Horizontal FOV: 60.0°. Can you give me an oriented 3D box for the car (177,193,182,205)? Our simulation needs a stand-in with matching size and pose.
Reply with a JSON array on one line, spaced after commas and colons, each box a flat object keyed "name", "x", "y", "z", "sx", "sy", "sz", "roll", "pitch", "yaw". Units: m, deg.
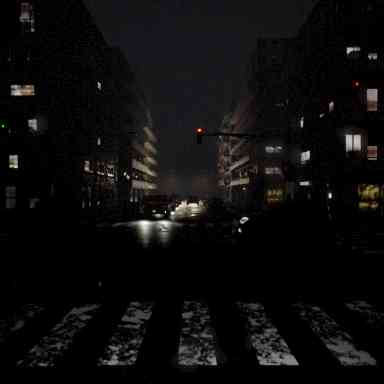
[{"name": "car", "x": -3.040, "y": 1.366, "z": 49.974, "sx": 2.097, "sy": 1.767, "sz": 4.553, "roll": 0, "pitch": 0, "yaw": 0}]

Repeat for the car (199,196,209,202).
[{"name": "car", "x": 2.765, "y": 1.584, "z": 77.644, "sx": 2.008, "sy": 1.369, "sz": 4.403, "roll": 0, "pitch": 0, "yaw": 0}]

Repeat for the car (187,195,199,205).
[{"name": "car", "x": 0.160, "y": 1.372, "z": 59.589, "sx": 2.097, "sy": 1.767, "sz": 4.553, "roll": 0, "pitch": 0, "yaw": 0}]

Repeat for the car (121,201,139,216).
[{"name": "car", "x": -5.659, "y": 1.572, "z": 32.190, "sx": 1.947, "sy": 1.339, "sz": 4.313, "roll": 0, "pitch": 0, "yaw": 0}]

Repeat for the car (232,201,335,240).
[{"name": "car", "x": 4.211, "y": 1.243, "z": 15.835, "sx": 4.553, "sy": 1.767, "sz": 2.097, "roll": -1, "pitch": 0, "yaw": 0}]

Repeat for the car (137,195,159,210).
[{"name": "car", "x": -5.648, "y": 1.326, "z": 43.556, "sx": 2.192, "sy": 1.841, "sz": 5.009, "roll": 0, "pitch": 0, "yaw": 0}]

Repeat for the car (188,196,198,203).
[{"name": "car", "x": 0.118, "y": 1.571, "z": 70.657, "sx": 2.033, "sy": 1.411, "sz": 5.357, "roll": 0, "pitch": 0, "yaw": 0}]

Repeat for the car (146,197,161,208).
[{"name": "car", "x": -5.643, "y": 1.539, "z": 49.068, "sx": 1.752, "sy": 1.417, "sz": 4.829, "roll": 0, "pitch": 0, "yaw": 0}]

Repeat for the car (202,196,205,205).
[{"name": "car", "x": 2.732, "y": 1.451, "z": 43.549, "sx": 1.967, "sy": 1.590, "sz": 4.097, "roll": 0, "pitch": 0, "yaw": 0}]

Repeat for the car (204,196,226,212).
[{"name": "car", "x": 2.727, "y": 1.448, "z": 37.867, "sx": 1.967, "sy": 1.590, "sz": 4.097, "roll": 0, "pitch": 0, "yaw": 0}]

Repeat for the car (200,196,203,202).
[{"name": "car", "x": 2.744, "y": 1.598, "z": 54.914, "sx": 1.802, "sy": 1.307, "sz": 4.206, "roll": 0, "pitch": 0, "yaw": 0}]

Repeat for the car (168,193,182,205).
[{"name": "car", "x": -2.983, "y": 1.242, "z": 60.533, "sx": 2.150, "sy": 2.045, "sz": 5.566, "roll": 0, "pitch": 0, "yaw": 1}]

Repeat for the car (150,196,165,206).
[{"name": "car", "x": -5.637, "y": 1.457, "z": 54.921, "sx": 1.967, "sy": 1.590, "sz": 4.097, "roll": 0, "pitch": 0, "yaw": 0}]

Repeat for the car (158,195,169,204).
[{"name": "car", "x": -5.626, "y": 1.464, "z": 66.286, "sx": 1.967, "sy": 1.590, "sz": 4.097, "roll": 0, "pitch": 0, "yaw": 0}]

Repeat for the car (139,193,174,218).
[{"name": "car", "x": -3.089, "y": 1.227, "z": 30.163, "sx": 2.150, "sy": 2.045, "sz": 5.566, "roll": 0, "pitch": 0, "yaw": 1}]

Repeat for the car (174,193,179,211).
[{"name": "car", "x": -3.057, "y": 1.361, "z": 40.075, "sx": 2.097, "sy": 1.767, "sz": 4.553, "roll": 0, "pitch": 0, "yaw": 0}]

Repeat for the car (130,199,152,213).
[{"name": "car", "x": -5.654, "y": 1.533, "z": 37.703, "sx": 1.752, "sy": 1.417, "sz": 4.829, "roll": 0, "pitch": 0, "yaw": 0}]
